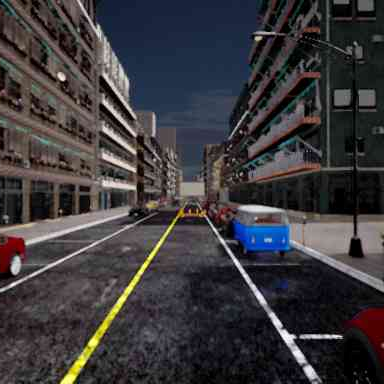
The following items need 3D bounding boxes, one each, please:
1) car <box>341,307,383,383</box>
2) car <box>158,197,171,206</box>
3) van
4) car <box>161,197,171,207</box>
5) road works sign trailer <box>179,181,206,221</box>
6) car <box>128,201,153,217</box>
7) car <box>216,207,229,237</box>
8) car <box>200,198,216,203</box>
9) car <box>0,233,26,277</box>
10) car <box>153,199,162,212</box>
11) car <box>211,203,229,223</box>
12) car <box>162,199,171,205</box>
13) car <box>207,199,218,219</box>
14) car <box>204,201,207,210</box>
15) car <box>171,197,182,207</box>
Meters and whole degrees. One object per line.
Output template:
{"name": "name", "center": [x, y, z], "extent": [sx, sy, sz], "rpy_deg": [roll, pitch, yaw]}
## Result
{"name": "car", "center": [2.692, 1.465, 2.267], "extent": [1.967, 1.590, 4.097], "rpy_deg": [0, -1, 0]}
{"name": "car", "center": [-5.713, 2.012, 69.903], "extent": [2.192, 1.841, 5.009], "rpy_deg": [0, -1, 0]}
{"name": "van", "center": [2.688, 1.481, 13.540], "extent": [1.690, 1.788, 3.998], "rpy_deg": [0, -1, 0]}
{"name": "car", "center": [-5.712, 2.082, 64.266], "extent": [1.967, 1.590, 4.097], "rpy_deg": [0, -1, 0]}
{"name": "road works sign trailer", "center": [-0.011, 0.776, 30.589], "extent": [2.380, 3.560, 2.880], "rpy_deg": [0, -1, 0]}
{"name": "car", "center": [-5.702, 1.932, 36.082], "extent": [1.947, 1.339, 4.313], "rpy_deg": [0, -1, 0]}
{"name": "car", "center": [2.685, 1.763, 19.174], "extent": [1.947, 1.339, 4.313], "rpy_deg": [0, -1, 0]}
{"name": "car", "center": [2.676, 1.792, 47.357], "extent": [2.192, 1.841, 5.009], "rpy_deg": [0, -1, 0]}
{"name": "car", "center": [-5.691, 1.627, 7.902], "extent": [1.887, 1.381, 4.507], "rpy_deg": [0, -1, 0]}
{"name": "car", "center": [-5.706, 2.001, 47.185], "extent": [1.752, 1.417, 4.829], "rpy_deg": [0, -1, 0]}
{"name": "car", "center": [2.683, 1.798, 24.811], "extent": [1.887, 1.381, 4.507], "rpy_deg": [0, -1, 0]}
{"name": "car", "center": [-5.717, 2.333, 75.537], "extent": [1.802, 1.307, 4.206], "rpy_deg": [0, -1, 0]}
{"name": "car", "center": [2.681, 1.750, 30.448], "extent": [1.967, 1.590, 4.097], "rpy_deg": [0, -1, 0]}
{"name": "car", "center": [2.679, 1.917, 36.082], "extent": [2.008, 1.369, 4.403], "rpy_deg": [0, -1, 0]}
{"name": "car", "center": [-3.049, 2.148, 64.600], "extent": [1.837, 1.490, 4.892], "rpy_deg": [0, -1, 1]}
